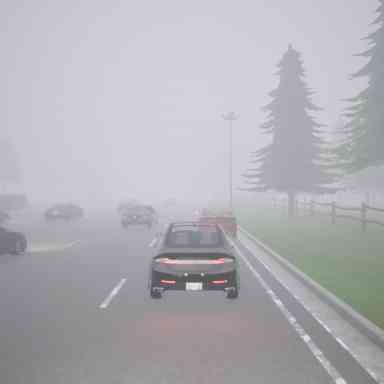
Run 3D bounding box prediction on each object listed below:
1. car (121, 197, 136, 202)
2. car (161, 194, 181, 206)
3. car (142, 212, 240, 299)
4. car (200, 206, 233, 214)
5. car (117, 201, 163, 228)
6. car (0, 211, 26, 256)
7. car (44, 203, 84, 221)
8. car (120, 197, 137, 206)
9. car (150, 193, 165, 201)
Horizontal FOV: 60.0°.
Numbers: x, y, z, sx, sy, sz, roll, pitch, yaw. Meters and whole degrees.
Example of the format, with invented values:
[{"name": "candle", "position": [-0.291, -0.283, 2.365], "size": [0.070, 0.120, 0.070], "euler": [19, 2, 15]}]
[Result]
[{"name": "car", "position": [-6.883, 1.525, 36.115], "size": [1.812, 1.442, 4.674], "euler": [0, 0, 0]}, {"name": "car", "position": [-3.352, 1.547, 54.326], "size": [2.033, 1.411, 5.357], "euler": [0, 0, 0]}, {"name": "car", "position": [0.059, 1.492, 8.439], "size": [2.128, 1.511, 4.902], "euler": [0, 0, 0]}, {"name": "car", "position": [1.240, 1.478, 17.780], "size": [1.882, 1.535, 5.008], "euler": [0, 0, 0]}, {"name": "car", "position": [-3.381, 1.547, 22.188], "size": [2.033, 1.411, 5.357], "euler": [0, 0, 0]}, {"name": "car", "position": [-6.905, 1.526, 10.102], "size": [1.812, 1.442, 4.674], "euler": [0, 0, 0]}, {"name": "car", "position": [-10.376, 1.564, 27.298], "size": [1.994, 1.385, 4.181], "euler": [0, 0, 0]}, {"name": "car", "position": [-10.352, 1.564, 54.624], "size": [1.994, 1.385, 4.181], "euler": [0, 0, 0]}, {"name": "car", "position": [-6.841, 1.525, 68.279], "size": [1.812, 1.442, 4.674], "euler": [0, 0, 0]}]
